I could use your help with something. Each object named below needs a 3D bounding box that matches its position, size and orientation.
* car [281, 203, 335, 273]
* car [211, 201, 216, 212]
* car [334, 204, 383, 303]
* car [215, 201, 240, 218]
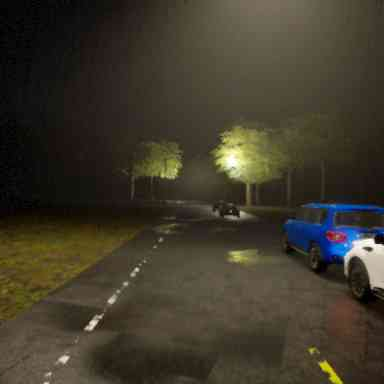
[{"bbox_3d":[4.724,1.402,11.460,2.150,2.045,5.566,1,0,1],"label":"car"},{"bbox_3d":[3.825,1.998,47.091,1.837,1.490,4.892,0,0,-1],"label":"car"},{"bbox_3d":[4.607,1.355,5.451,2.150,2.045,5.566,1,-1,1],"label":"car"},{"bbox_3d":[3.909,1.950,35.441,1.994,1.385,4.181,1,-1,0],"label":"car"}]
